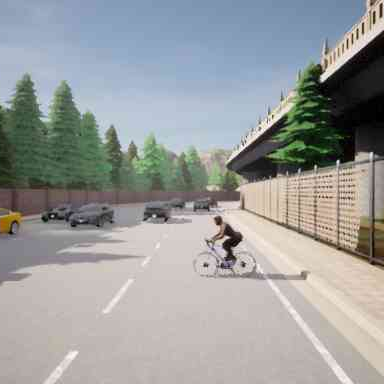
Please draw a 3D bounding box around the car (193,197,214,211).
[{"bbox_3d":[1.159,1.483,39.462,2.128,1.511,4.902,0,0,2],"label":"car"}]

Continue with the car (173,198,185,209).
[{"bbox_3d":[-1.996,1.481,44.219,2.128,1.511,4.902,0,0,5],"label":"car"}]

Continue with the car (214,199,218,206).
[{"bbox_3d":[2.592,1.514,49.965,1.812,1.442,4.674,0,0,15],"label":"car"}]

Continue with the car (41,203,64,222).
[{"bbox_3d":[-9.906,1.558,25.818,1.994,1.385,4.181,0,0,2],"label":"car"}]

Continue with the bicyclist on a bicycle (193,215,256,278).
[{"bbox_3d":[0.844,1.439,8.670,1.656,1.620,0.582,-1,0,2],"label":"bicyclist on a bicycle"}]

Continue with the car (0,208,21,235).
[{"bbox_3d":[-10.197,1.474,15.915,1.882,1.535,5.008,0,0,2],"label":"car"}]

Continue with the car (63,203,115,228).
[{"bbox_3d":[-6.519,1.501,22.178,1.837,1.490,4.892,0,0,2],"label":"car"}]

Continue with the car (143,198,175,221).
[{"bbox_3d":[-2.699,1.498,26.810,1.837,1.490,4.892,0,0,2],"label":"car"}]
